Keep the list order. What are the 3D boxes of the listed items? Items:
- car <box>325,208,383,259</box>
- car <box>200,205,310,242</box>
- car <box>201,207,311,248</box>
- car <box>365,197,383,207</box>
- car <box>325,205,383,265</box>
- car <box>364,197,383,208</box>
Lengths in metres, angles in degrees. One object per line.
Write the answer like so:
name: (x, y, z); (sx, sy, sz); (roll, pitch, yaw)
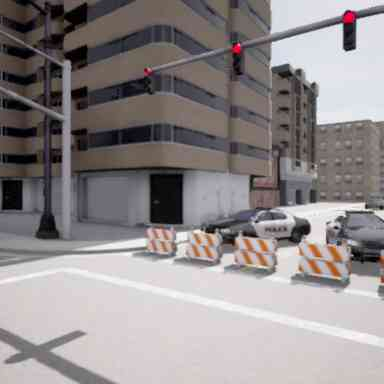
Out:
car: (5.926, 1.287, 11.692); (1.853, 1.218, 4.536); (0, 0, 15)
car: (2.760, 1.269, 14.346); (4.536, 1.218, 1.853); (0, 0, -30)
car: (2.714, 1.426, 14.321); (4.974, 1.542, 2.038); (0, 0, -30)
car: (23.335, 1.428, 42.369); (2.038, 1.542, 4.974); (0, 0, 35)
car: (5.912, 1.444, 11.642); (2.038, 1.542, 4.974); (0, 0, 15)
car: (23.366, 1.270, 42.411); (1.853, 1.218, 4.536); (0, 0, 35)
